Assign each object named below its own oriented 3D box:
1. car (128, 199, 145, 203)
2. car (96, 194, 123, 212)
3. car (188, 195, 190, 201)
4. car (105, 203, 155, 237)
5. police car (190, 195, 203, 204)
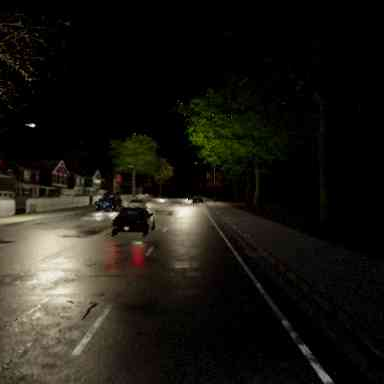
[{"bbox_3d":[-6.607,1.553,39.700,1.812,1.442,4.674,0,0,0],"label":"car"},{"bbox_3d":[-9.856,1.248,40.102,2.150,2.045,5.566,0,0,0],"label":"car"},{"bbox_3d":[-0.040,1.489,83.712,1.812,1.442,4.674,0,0,0],"label":"car"},{"bbox_3d":[-3.157,1.564,18.309,1.812,1.442,4.674,0,0,0],"label":"car"},{"bbox_3d":[1.105,1.465,65.560,1.930,1.638,5.238,0,0,0],"label":"police car"}]
